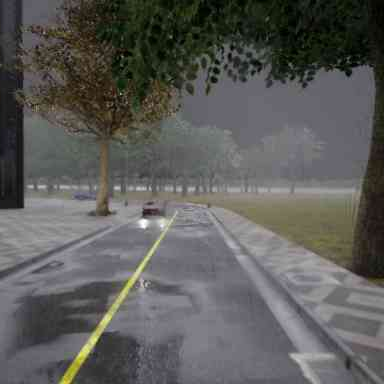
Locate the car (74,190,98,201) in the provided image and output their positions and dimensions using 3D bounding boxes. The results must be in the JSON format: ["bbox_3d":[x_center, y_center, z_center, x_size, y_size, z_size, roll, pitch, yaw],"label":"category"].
[{"bbox_3d":[-20.871,0.720,65.756,5.566,2.045,2.150,2,1,34],"label":"car"}]

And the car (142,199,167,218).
[{"bbox_3d":[-3.209,1.388,29.286,1.882,1.535,5.008,0,0,-1],"label":"car"}]
